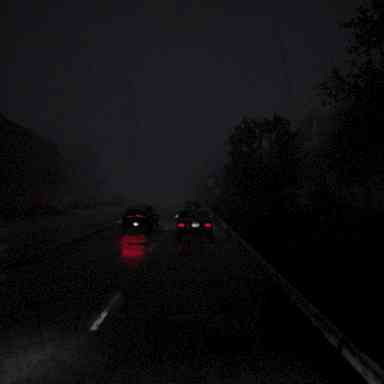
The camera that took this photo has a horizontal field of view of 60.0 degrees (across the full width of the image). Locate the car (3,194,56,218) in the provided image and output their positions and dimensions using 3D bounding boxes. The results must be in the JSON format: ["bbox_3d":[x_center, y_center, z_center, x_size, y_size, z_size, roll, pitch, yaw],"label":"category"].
[{"bbox_3d":[-15.455,1.266,31.494,2.435,2.045,5.566,0,0,0],"label":"car"}]

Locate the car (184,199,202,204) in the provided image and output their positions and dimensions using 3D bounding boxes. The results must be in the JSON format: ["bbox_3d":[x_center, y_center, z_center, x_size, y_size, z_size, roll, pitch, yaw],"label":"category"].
[{"bbox_3d":[0.103,1.573,39.243,2.128,1.511,4.902,0,0,0],"label":"car"}]

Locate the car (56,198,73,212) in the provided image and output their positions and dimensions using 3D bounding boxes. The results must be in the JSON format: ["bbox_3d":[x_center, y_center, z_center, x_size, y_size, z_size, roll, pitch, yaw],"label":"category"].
[{"bbox_3d":[-15.468,1.530,36.927,2.097,1.535,5.008,0,0,0],"label":"car"}]

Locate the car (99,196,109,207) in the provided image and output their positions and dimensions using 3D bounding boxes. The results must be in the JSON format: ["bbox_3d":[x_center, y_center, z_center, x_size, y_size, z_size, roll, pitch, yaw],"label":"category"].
[{"bbox_3d":[-15.507,1.442,53.529,2.185,1.767,4.553,0,0,0],"label":"car"}]

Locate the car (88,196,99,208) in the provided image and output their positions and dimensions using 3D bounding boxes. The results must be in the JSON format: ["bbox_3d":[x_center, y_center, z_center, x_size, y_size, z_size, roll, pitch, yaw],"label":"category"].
[{"bbox_3d":[-15.494,1.430,48.003,2.185,1.767,4.553,0,0,0],"label":"car"}]

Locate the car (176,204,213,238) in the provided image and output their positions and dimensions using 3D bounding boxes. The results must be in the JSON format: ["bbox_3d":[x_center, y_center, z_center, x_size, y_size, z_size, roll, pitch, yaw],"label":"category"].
[{"bbox_3d":[0.095,1.584,17.763,2.033,1.411,5.357,0,0,0],"label":"car"}]

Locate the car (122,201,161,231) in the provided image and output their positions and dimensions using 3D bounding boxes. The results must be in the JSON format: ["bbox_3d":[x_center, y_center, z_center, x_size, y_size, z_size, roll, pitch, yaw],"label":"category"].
[{"bbox_3d":[-3.148,1.549,21.024,1.837,1.490,4.892,0,0,0],"label":"car"}]

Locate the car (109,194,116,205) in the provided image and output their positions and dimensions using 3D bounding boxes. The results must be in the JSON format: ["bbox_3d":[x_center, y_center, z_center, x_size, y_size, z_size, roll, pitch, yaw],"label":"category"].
[{"bbox_3d":[-15.521,1.621,59.150,2.002,1.452,4.674,0,0,0],"label":"car"}]

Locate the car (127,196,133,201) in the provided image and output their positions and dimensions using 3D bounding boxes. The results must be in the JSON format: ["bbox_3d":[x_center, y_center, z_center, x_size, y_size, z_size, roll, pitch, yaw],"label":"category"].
[{"bbox_3d":[-15.561,1.648,75.693,2.163,1.488,4.792,0,0,0],"label":"car"}]

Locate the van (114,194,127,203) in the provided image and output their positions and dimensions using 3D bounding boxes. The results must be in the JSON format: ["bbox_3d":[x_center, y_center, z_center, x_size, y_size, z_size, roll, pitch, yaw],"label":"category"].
[{"bbox_3d":[-15.546,1.380,70.082,1.878,1.987,4.442,0,0,0],"label":"van"}]

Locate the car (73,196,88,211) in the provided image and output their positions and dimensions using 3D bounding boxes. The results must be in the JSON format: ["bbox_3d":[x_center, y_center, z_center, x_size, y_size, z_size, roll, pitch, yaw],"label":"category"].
[{"bbox_3d":[-15.482,1.544,42.453,2.231,1.521,4.892,0,0,0],"label":"car"}]

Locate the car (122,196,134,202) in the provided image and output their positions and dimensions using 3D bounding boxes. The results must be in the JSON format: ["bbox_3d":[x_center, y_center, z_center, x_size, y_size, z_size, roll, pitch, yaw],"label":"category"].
[{"bbox_3d":[-15.591,1.671,81.189,2.002,1.452,4.674,-2,0,0],"label":"car"}]
